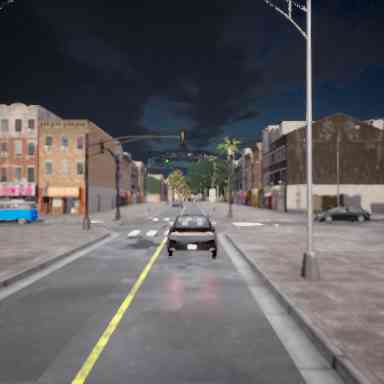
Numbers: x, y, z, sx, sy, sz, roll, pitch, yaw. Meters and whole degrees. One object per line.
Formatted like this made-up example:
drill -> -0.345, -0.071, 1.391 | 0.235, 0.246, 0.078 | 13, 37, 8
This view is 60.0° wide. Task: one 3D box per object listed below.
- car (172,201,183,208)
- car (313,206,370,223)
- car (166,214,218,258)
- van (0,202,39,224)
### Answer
car -> -2.764, 2.329, 63.343 | 1.994, 1.385, 4.181 | 0, -1, 1
car -> 12.265, 1.827, 27.352 | 4.403, 1.369, 2.008 | 0, -1, 0
car -> 0.027, 1.642, 13.501 | 2.128, 1.511, 4.902 | 0, -1, 1
van -> -14.738, 1.684, 27.230 | 3.998, 1.788, 1.690 | 0, -1, 0
